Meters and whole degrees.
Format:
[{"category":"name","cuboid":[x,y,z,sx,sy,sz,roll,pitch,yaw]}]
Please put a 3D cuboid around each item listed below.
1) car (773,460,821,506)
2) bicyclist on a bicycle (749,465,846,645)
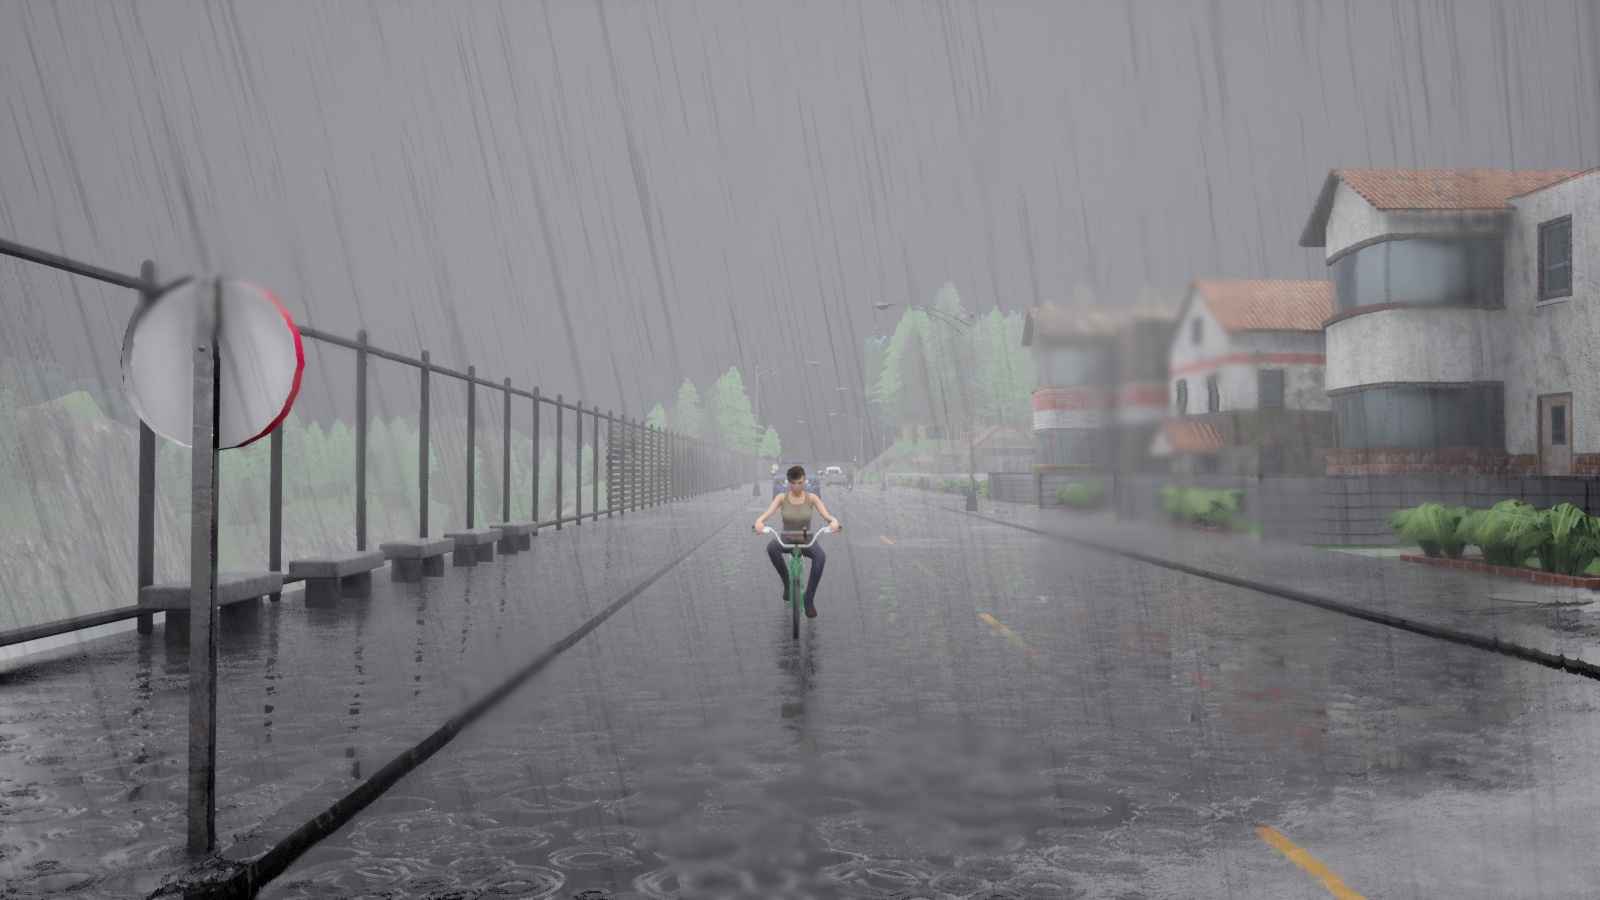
[{"category":"car","cuboid":[-0.144,1.523,59.057,2.150,2.045,5.566,0,-1,0]},{"category":"bicyclist on a bicycle","cuboid":[-0.024,0.953,12.040,0.866,1.612,1.509,0,-1,0]}]
